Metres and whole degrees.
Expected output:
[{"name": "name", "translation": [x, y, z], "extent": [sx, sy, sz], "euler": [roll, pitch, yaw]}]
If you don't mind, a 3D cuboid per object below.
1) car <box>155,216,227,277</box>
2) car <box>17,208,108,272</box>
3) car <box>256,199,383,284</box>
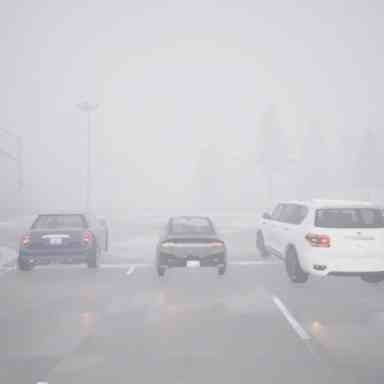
[{"name": "car", "translation": [-0.116, 1.484, 10.270], "extent": [2.128, 1.511, 4.902], "euler": [0, 0, -3]}, {"name": "car", "translation": [-4.025, 1.344, 11.070], "extent": [2.097, 1.767, 4.553], "euler": [0, 0, -10]}, {"name": "car", "translation": [3.449, 1.214, 9.696], "extent": [2.150, 2.045, 5.566], "euler": [0, 0, -2]}]
